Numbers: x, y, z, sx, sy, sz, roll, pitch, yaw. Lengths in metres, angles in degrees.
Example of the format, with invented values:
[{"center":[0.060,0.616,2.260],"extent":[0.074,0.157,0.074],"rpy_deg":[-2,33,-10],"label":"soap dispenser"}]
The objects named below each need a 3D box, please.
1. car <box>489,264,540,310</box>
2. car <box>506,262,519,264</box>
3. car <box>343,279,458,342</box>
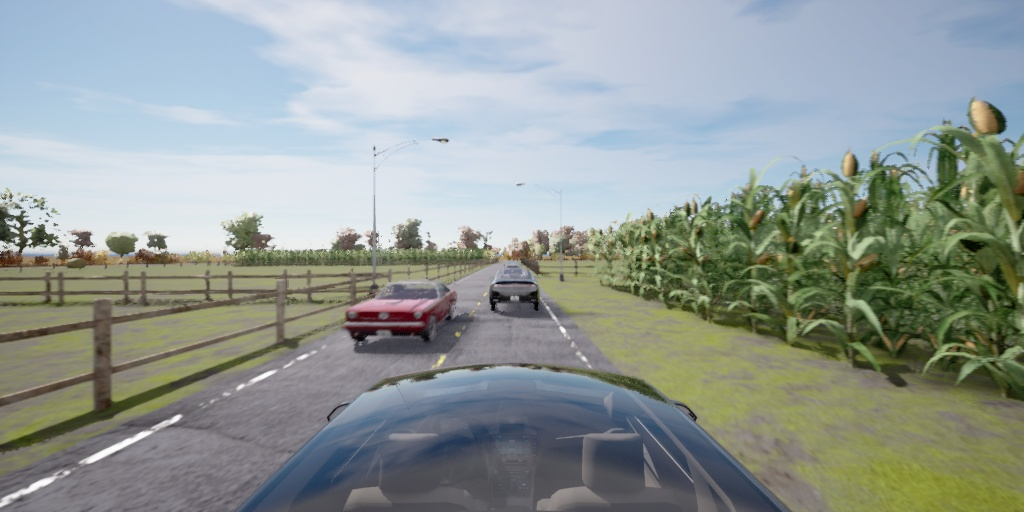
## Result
[{"center":[0.096,1.247,14.727],"extent":[2.128,1.511,4.902],"rpy_deg":[0,0,0],"label":"car"},{"center":[0.087,1.292,36.771],"extent":[1.812,1.442,4.674],"rpy_deg":[0,0,0],"label":"car"},{"center":[-2.756,1.354,9.921],"extent":[1.895,1.301,4.718],"rpy_deg":[0,0,0],"label":"car"}]
